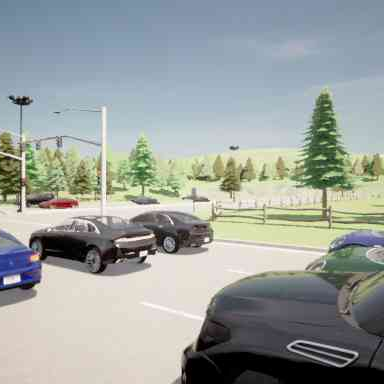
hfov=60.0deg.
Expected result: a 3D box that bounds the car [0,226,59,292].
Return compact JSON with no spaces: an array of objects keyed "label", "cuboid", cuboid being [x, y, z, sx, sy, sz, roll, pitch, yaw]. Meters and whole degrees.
[{"label":"car","cuboid":[-5.347,1.526,7.788,4.674,1.442,1.812,0,0,36]}]

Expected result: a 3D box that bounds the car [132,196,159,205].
[{"label":"car","cuboid":[-7.506,1.564,55.914,1.994,1.385,4.181,0,0,35]}]

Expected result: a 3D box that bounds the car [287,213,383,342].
[{"label":"car","cuboid":[4.126,1.352,5.348,4.553,1.767,2.097,0,0,36]}]

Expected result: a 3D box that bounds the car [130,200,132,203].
[{"label":"car","cuboid":[-9.598,1.547,65.098,2.033,1.411,5.357,0,0,35]}]

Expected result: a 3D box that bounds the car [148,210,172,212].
[{"label":"car","cuboid":[-1.430,1.505,13.590,4.892,1.490,1.837,0,0,36]}]

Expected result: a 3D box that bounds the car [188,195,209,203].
[{"label":"car","cuboid":[1.779,1.546,69.082,1.994,1.385,4.181,0,0,35]}]

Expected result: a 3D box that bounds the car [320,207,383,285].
[{"label":"car","cuboid":[5.874,1.352,8.400,4.553,1.767,2.097,0,0,35]}]

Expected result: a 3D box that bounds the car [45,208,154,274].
[{"label":"car","cuboid":[-3.305,1.492,10.628,4.902,1.511,2.128,0,0,36]}]

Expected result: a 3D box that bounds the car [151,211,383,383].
[{"label":"car","cuboid":[2.556,1.221,2.169,5.566,2.045,2.150,0,0,36]}]

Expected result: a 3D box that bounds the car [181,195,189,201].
[{"label":"car","cuboid":[-0.445,1.299,78.010,2.033,1.411,5.357,0,0,36]}]

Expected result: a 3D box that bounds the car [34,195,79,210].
[{"label":"car","cuboid":[-16.898,1.478,42.406,1.882,1.535,5.008,0,0,35]}]

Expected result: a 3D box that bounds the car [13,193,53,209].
[{"label":"car","cuboid":[-22.152,1.221,47.111,2.150,2.045,5.566,0,0,35]}]
